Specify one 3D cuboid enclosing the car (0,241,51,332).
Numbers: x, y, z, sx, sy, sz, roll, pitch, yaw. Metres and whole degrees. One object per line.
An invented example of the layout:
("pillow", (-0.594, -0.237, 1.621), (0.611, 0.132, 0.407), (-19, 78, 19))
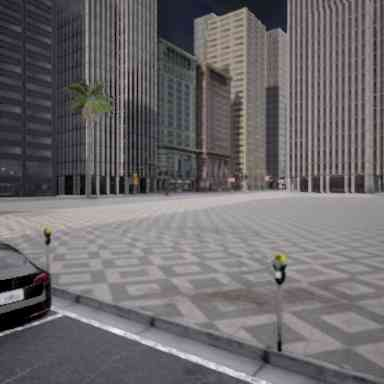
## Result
("car", (-4.298, 1.547, 6.032), (4.313, 1.339, 1.947), (0, 0, 36))
